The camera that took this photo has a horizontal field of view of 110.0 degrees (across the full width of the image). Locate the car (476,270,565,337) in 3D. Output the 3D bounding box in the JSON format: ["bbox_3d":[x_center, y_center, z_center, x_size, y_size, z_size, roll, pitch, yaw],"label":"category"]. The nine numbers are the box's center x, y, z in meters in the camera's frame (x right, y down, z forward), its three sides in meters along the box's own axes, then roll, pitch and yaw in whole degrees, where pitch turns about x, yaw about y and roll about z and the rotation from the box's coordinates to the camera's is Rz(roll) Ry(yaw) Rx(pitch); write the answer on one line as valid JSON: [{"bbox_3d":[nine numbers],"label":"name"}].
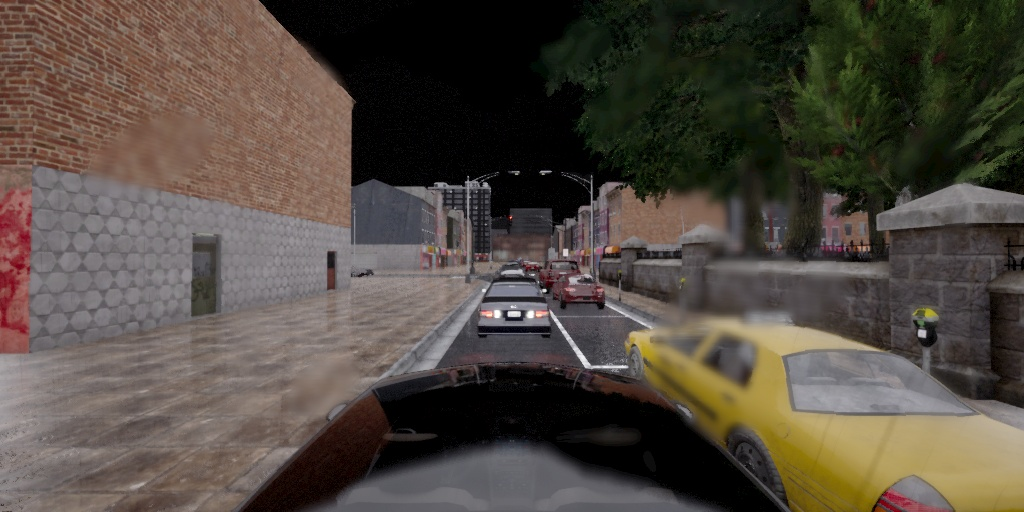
[{"bbox_3d":[0.062,1.300,10.234,2.033,1.411,5.357,0,0,0],"label":"car"}]

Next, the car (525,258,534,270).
[{"bbox_3d":[2.610,1.356,46.594,1.888,1.381,4.507,0,0,0],"label":"car"}]

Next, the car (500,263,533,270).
[{"bbox_3d":[0.014,1.287,19.946,1.812,1.442,4.674,0,0,1],"label":"car"}]

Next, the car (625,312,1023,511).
[{"bbox_3d":[2.639,1.276,3.988,1.751,1.417,4.829,0,0,0],"label":"car"}]

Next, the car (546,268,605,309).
[{"bbox_3d":[2.632,1.338,14.716,1.802,1.307,4.207,0,0,0],"label":"car"}]

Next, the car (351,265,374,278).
[{"bbox_3d":[-15.142,1.286,31.712,5.357,1.411,2.033,0,-1,0],"label":"car"}]

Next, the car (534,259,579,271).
[{"bbox_3d":[2.628,1.076,20.165,2.192,1.841,5.009,0,0,0],"label":"car"}]

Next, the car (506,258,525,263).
[{"bbox_3d":[0.100,1.305,40.609,1.837,1.490,4.892,2,0,4],"label":"car"}]
